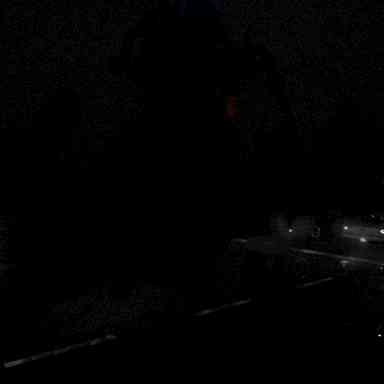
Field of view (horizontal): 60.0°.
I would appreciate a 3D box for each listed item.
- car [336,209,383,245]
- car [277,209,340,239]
[{"bbox_3d":[8.515,1.572,14.363,4.718,1.301,1.895,0,0,-36],"label":"car"},{"bbox_3d":[6.583,1.571,17.297,4.718,1.301,1.895,0,0,-35],"label":"car"}]
